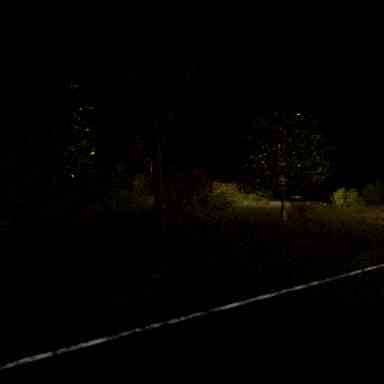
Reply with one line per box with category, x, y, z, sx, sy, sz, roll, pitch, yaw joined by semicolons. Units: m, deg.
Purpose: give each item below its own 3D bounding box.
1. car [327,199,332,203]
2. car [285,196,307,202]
car;22.304;1.362;48.409;1.882;1.535;5.008;0;0;-37
car;19.518;1.398;63.655;1.895;1.301;4.718;0;0;-37
